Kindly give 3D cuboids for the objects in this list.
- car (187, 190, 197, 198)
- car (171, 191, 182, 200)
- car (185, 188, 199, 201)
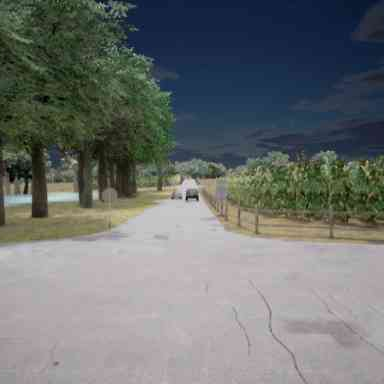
[{"bbox_3d":[0.033,0.345,65.465,1.882,1.535,5.008,0,2,0],"label":"car"},{"bbox_3d":[-2.720,0.588,59.642,1.812,1.442,4.674,0,2,0],"label":"car"},{"bbox_3d":[0.027,0.417,55.074,2.150,2.045,5.566,0,2,0],"label":"car"}]
